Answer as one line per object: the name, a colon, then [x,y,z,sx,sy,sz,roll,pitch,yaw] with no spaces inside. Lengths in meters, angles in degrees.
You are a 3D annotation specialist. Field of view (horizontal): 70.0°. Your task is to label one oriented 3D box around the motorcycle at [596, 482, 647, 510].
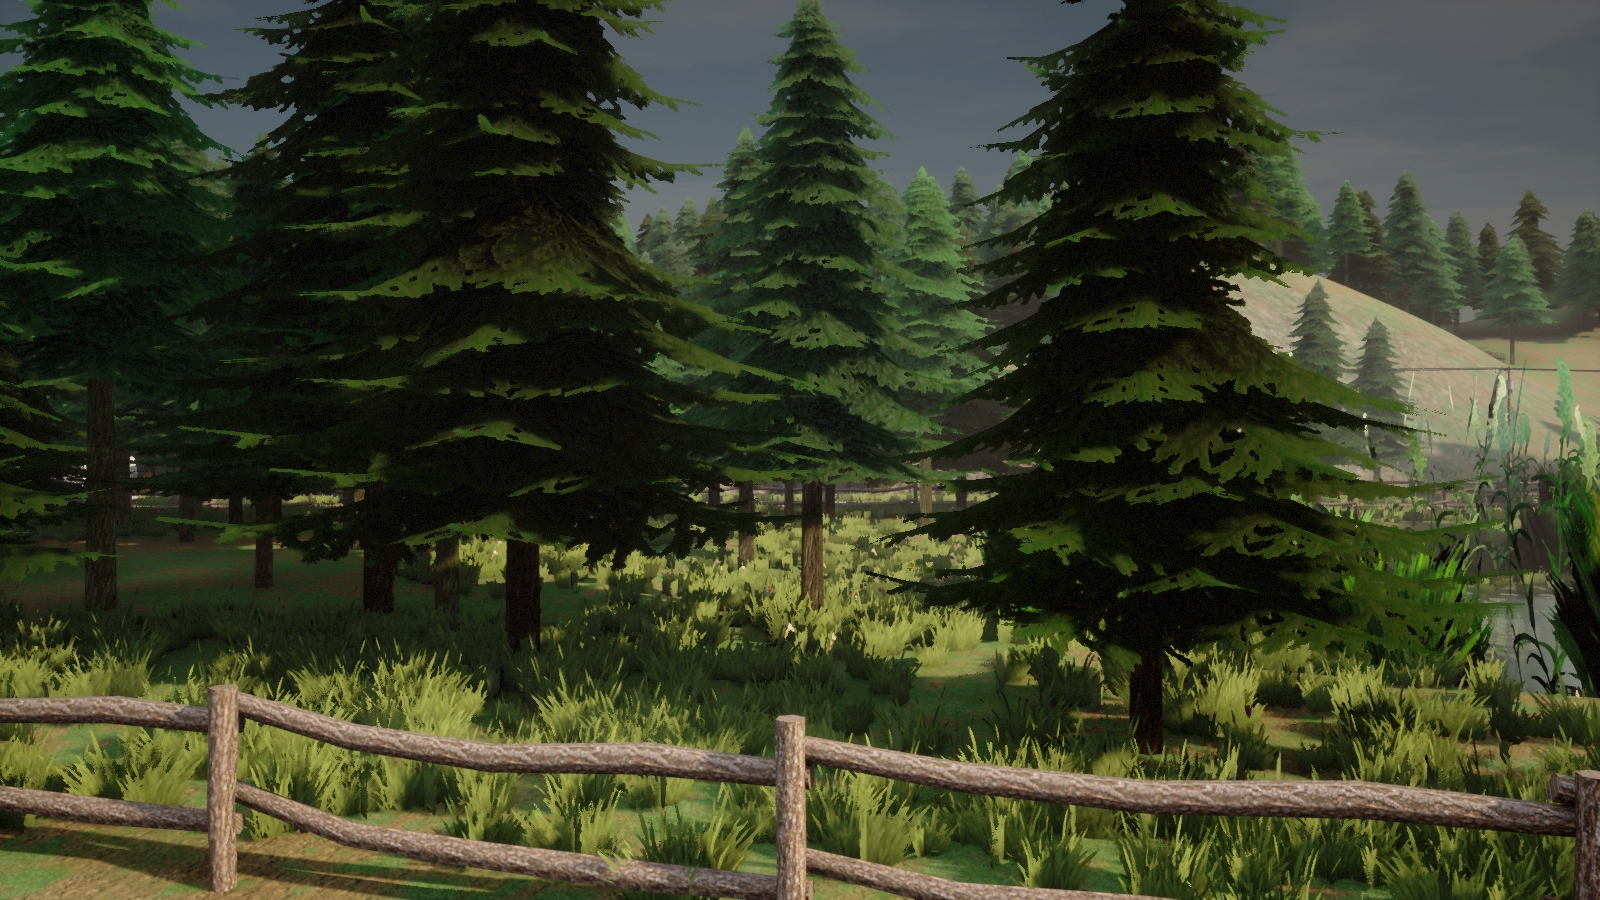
motorcycle: [-8.462,2.178,54.101,2.209,1.251,0.867,0,0,14]
